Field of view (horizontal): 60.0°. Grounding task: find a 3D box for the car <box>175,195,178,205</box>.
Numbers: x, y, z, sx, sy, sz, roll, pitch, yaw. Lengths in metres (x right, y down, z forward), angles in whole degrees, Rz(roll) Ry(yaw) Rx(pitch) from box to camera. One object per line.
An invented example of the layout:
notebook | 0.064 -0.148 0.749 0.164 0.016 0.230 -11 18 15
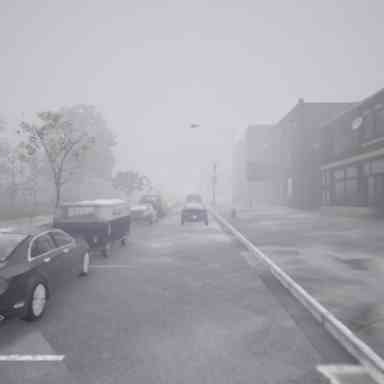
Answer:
car | -3.526 1.530 46.073 2.097 1.535 5.008 0 0 2

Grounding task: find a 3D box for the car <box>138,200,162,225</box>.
car | -3.588 1.551 23.896 2.002 1.452 4.674 0 0 0

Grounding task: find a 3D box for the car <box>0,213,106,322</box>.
car | -3.636 1.481 7.240 2.231 1.521 4.892 0 1 -1

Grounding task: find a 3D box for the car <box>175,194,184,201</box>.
car | -3.403 1.444 90.411 2.185 1.767 4.553 0 0 2

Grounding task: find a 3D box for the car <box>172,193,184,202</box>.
car | -3.422 1.310 82.758 2.435 2.045 5.566 0 0 2

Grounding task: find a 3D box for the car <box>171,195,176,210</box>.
car | -3.541 1.509 40.525 2.097 1.535 5.008 0 0 2

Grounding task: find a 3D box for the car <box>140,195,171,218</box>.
car | -3.570 1.277 30.641 2.435 2.045 5.566 0 0 1

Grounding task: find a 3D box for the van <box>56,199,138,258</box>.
van | -3.614 1.280 12.925 1.878 1.987 4.442 0 0 2

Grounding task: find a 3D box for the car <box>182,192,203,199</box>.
car | 0.217 1.247 42.964 2.150 2.045 5.566 0 0 0

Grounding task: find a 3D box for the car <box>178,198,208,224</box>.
car | 0.166 1.483 24.714 1.882 1.535 5.008 0 0 0

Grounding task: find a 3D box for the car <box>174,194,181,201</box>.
car | -3.489 1.545 56.325 1.946 1.575 5.366 0 0 2
